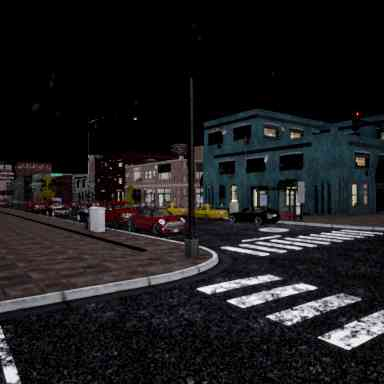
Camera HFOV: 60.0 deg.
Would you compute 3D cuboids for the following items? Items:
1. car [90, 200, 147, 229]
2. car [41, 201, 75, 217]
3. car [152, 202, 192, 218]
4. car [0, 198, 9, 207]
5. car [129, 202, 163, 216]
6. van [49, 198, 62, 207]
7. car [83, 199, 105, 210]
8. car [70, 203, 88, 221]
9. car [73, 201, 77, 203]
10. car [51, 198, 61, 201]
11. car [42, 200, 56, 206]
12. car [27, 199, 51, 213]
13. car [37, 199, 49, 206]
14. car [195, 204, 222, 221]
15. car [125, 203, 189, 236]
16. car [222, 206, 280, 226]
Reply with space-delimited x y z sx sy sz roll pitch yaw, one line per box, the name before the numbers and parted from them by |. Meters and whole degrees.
car | -5.454 1.616 24.824 2.192 1.841 5.009 -1 0 -36
car | -15.535 2.053 38.460 2.008 1.369 4.403 -1 0 -36
car | -2.184 1.821 34.446 1.752 1.417 4.829 -1 0 -36
car | -42.470 2.358 74.798 2.192 1.841 5.009 -1 0 -36
car | -5.445 1.911 38.855 2.008 1.369 4.403 -1 0 -36
van | -28.983 2.174 70.673 1.690 1.788 3.998 -1 0 -36
car | -15.533 2.003 52.491 1.967 1.590 4.097 -1 0 -36
car | -8.811 1.919 29.370 2.008 1.369 4.403 -1 0 -36
car | -22.254 2.279 61.582 1.802 1.307 4.206 -1 0 -36
car | -25.297 2.265 61.343 1.812 1.442 4.674 -1 0 -35
car | -32.340 2.445 75.219 1.887 1.381 4.507 -1 0 -36
car | -22.264 1.952 47.551 2.192 1.841 5.009 -1 0 -36
car | -35.803 2.495 79.901 1.752 1.417 4.829 -1 0 -36
car | 1.178 1.753 29.901 1.752 1.417 4.829 -1 0 -36
car | -2.089 1.674 20.279 1.967 1.590 4.097 -1 0 -36
car | 4.643 1.725 25.219 1.947 1.339 4.313 -1 0 -36
